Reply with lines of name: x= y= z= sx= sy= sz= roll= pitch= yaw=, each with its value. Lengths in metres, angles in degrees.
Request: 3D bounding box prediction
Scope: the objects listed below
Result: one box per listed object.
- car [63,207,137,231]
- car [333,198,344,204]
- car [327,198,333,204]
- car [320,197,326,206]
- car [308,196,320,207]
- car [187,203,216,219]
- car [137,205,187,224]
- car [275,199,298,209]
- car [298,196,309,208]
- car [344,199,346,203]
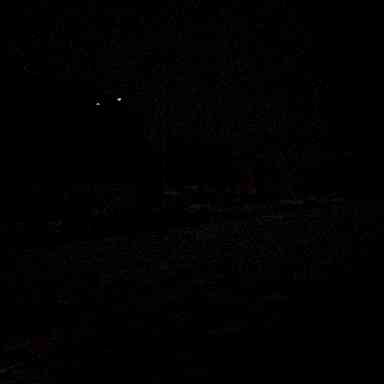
car: x=-5.888 y=1.616 z=20.843 sx=2.008 sy=1.369 sz=4.403 roll=0 pitch=0 yaw=35
car: x=33.031 y=1.987 z=76.510 sx=1.752 sy=1.417 sz=4.829 roll=0 pitch=-1 yaw=35
car: x=26.625 y=1.819 z=67.349 sx=1.967 sy=1.590 sz=4.097 roll=0 pitch=-1 yaw=35
car: x=23.374 y=1.921 z=62.698 sx=1.802 sy=1.307 sz=4.206 roll=0 pitch=-1 yaw=35
car: x=20.123 y=1.617 z=58.049 sx=2.192 sy=1.841 sz=5.009 roll=0 pitch=-1 yaw=35
car: x=0.615 y=1.696 z=30.144 sx=1.802 sy=1.307 sz=4.206 roll=0 pitch=0 yaw=35
car: x=-2.636 y=1.654 z=25.494 sx=1.947 sy=1.339 sz=4.313 roll=0 pitch=0 yaw=35
car: x=13.620 y=1.815 z=48.746 sx=1.802 sy=1.307 sz=4.206 roll=0 pitch=0 yaw=35
car: x=16.774 y=1.791 z=53.258 sx=1.752 sy=1.417 sz=4.829 roll=0 pitch=0 yaw=35
car: x=36.380 y=2.059 z=81.300 sx=2.008 sy=1.369 sz=4.403 roll=0 pitch=-1 yaw=35
